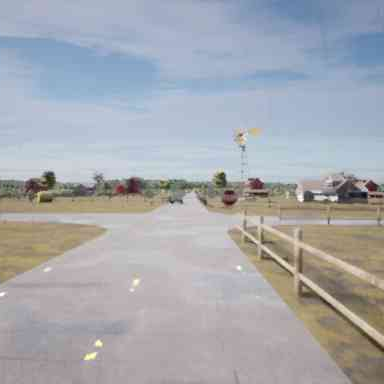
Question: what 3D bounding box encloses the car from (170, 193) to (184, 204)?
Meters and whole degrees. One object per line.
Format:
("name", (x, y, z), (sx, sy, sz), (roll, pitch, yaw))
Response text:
("car", (-2.756, 1.225, 61.291), (2.150, 2.045, 5.566), (0, 1, 0))
